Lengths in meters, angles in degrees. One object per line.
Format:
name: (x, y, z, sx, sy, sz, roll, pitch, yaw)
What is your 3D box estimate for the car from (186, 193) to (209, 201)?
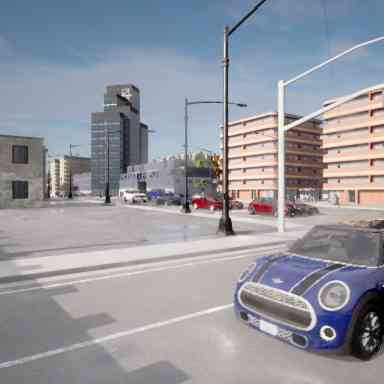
car: (0.964, 0.959, 63.321, 1.895, 1.301, 4.718, 0, 1, -34)

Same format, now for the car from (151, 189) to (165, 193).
car: (-7.580, 0.334, 69.602, 2.150, 2.045, 5.566, 0, 1, -34)

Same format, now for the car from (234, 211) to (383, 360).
car: (2.923, 1.352, 6.082, 4.553, 1.767, 2.097, 0, 0, -36)

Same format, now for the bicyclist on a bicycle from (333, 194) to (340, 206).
bicyclist on a bicycle: (19.976, 1.094, 45.979, 1.656, 1.620, 0.582, 0, 1, -34)

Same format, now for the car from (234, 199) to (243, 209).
car: (4.142, 1.256, 39.914, 1.812, 1.442, 4.674, 0, 1, -34)

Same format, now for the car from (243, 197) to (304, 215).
car: (7.111, 1.231, 29.387, 2.097, 1.767, 4.553, 0, 1, -34)

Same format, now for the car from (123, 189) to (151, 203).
car: (-9.130, 0.627, 53.177, 2.150, 2.045, 5.566, 0, 1, -33)

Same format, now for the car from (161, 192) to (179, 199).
car: (-4.676, 0.661, 71.557, 1.994, 1.385, 4.181, 0, 1, -34)

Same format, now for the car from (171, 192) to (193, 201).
car: (-1.919, 0.862, 61.434, 1.837, 1.490, 4.892, 0, 1, -34)

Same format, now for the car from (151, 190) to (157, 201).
car: (-8.650, 0.836, 58.732, 1.837, 1.490, 4.892, 0, 0, -34)

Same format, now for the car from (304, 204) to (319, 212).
car: (9.492, 1.413, 32.096, 2.033, 1.411, 5.357, 0, 1, -35)

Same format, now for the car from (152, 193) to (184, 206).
car: (-3.163, 1.157, 44.402, 1.994, 1.385, 4.181, 0, 1, -34)

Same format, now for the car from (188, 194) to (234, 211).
car: (1.962, 1.229, 36.894, 1.882, 1.535, 5.008, 0, 1, -34)
